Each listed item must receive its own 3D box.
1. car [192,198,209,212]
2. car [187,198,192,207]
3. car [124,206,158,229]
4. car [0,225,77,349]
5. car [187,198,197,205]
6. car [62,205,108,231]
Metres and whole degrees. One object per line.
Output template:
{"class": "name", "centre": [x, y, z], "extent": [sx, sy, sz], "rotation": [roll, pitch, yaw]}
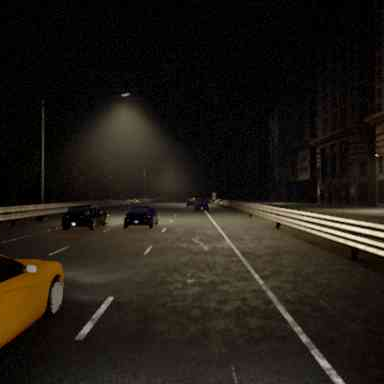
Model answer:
{"class": "car", "centre": [1.222, 1.802, 42.801], "extent": [1.812, 1.442, 4.674], "rotation": [0, -1, 0]}
{"class": "car", "centre": [-0.005, 2.071, 61.247], "extent": [1.994, 1.385, 4.181], "rotation": [0, -1, 0]}
{"class": "car", "centre": [-3.403, 1.659, 22.639], "extent": [1.812, 1.442, 4.674], "rotation": [0, 0, 0]}
{"class": "car", "centre": [-3.402, 1.502, 4.462], "extent": [1.882, 1.535, 5.008], "rotation": [0, 0, 0]}
{"class": "car", "centre": [-0.007, 2.106, 76.432], "extent": [2.128, 1.511, 4.902], "rotation": [0, -1, 0]}
{"class": "car", "centre": [-6.901, 1.633, 21.808], "extent": [1.837, 1.490, 4.892], "rotation": [0, 0, 0]}
